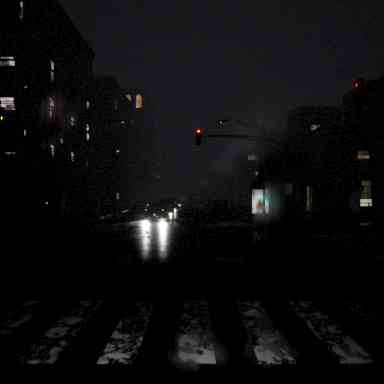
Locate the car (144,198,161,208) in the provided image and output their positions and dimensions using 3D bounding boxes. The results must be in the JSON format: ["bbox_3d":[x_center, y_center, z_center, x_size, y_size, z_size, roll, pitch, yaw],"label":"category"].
[{"bbox_3d":[-5.778,1.571,48.916,2.008,1.369,4.403,0,0,0],"label":"car"}]

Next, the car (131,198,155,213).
[{"bbox_3d":[-5.759,1.561,37.523,2.008,1.369,4.403,0,0,0],"label":"car"}]

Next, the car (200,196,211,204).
[{"bbox_3d":[2.573,1.591,66.033,2.008,1.369,4.403,-1,0,0],"label":"car"}]

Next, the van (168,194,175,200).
[{"bbox_3d":[-5.858,1.430,94.489,1.690,1.788,3.998,-1,0,0],"label":"van"}]

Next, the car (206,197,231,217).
[{"bbox_3d":[2.630,1.446,31.852,1.967,1.590,4.097,0,0,0],"label":"car"}]

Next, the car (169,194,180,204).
[{"bbox_3d":[-3.176,1.526,49.970,1.837,1.490,4.892,0,0,0],"label":"car"}]

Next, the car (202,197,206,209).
[{"bbox_3d":[2.612,1.597,43.246,1.802,1.307,4.206,0,0,0],"label":"car"}]

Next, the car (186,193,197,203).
[{"bbox_3d":[-0.029,1.269,70.661,2.150,2.045,5.566,0,0,0],"label":"car"}]

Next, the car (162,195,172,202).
[{"bbox_3d":[-5.828,1.497,77.398,1.967,1.590,4.097,0,0,0],"label":"car"}]

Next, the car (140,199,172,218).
[{"bbox_3d":[-3.149,1.605,30.134,1.895,1.301,4.718,0,0,0],"label":"car"}]

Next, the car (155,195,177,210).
[{"bbox_3d":[-3.164,1.489,39.563,1.882,1.535,5.008,0,0,0],"label":"car"}]

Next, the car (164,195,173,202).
[{"bbox_3d":[-5.836,1.592,82.925,1.752,1.417,4.829,-1,0,0],"label":"car"}]

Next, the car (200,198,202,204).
[{"bbox_3d":[2.602,1.571,48.943,2.008,1.369,4.403,0,0,0],"label":"car"}]

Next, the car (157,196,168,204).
[{"bbox_3d":[-5.807,1.565,65.836,1.752,1.417,4.829,0,0,0],"label":"car"}]
